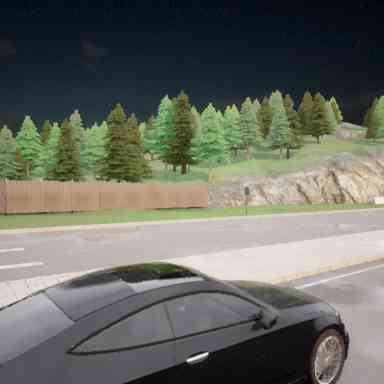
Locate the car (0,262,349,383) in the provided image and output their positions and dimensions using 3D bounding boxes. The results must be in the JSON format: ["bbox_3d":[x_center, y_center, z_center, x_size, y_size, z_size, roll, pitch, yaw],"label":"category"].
[{"bbox_3d":[-0.237,1.526,3.577,4.674,1.442,1.812,0,0,-36],"label":"car"}]
